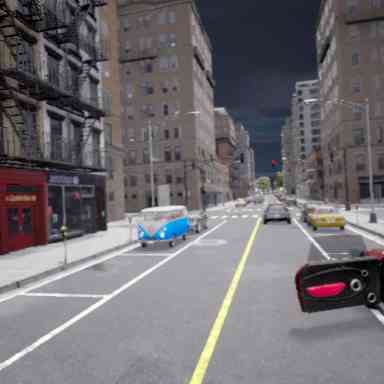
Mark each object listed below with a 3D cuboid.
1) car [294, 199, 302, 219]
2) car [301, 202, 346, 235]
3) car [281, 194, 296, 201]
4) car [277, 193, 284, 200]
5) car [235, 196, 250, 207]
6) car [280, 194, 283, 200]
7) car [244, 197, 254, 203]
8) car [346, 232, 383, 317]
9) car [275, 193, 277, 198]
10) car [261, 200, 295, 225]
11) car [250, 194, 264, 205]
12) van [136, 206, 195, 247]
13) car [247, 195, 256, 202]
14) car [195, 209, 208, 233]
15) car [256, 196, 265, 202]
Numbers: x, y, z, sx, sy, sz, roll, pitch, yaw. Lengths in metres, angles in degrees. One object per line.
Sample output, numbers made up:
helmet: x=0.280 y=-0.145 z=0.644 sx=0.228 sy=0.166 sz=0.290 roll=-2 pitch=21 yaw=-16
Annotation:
car: x=8.985 y=1.445 z=24.776 sx=2.008 sy=1.369 sz=4.403 roll=-3 pitch=-1 yaw=13
car: x=7.796 y=1.411 z=19.677 sx=1.752 sy=1.417 sz=4.829 roll=-3 pitch=-1 yaw=13
car: x=15.104 y=1.485 z=50.946 sx=2.008 sy=1.369 sz=4.403 roll=-3 pitch=-1 yaw=13
car: x=20.274 y=1.404 z=73.077 sx=1.967 sy=1.590 sz=4.097 roll=-3 pitch=-1 yaw=13
car: x=8.552 y=1.844 z=58.137 sx=1.752 sy=1.417 sz=4.829 roll=-3 pitch=-1 yaw=13
car: x=16.399 y=1.524 z=56.478 sx=1.802 sy=1.307 sz=4.206 roll=-3 pitch=-1 yaw=13
car: x=13.767 y=1.899 z=80.430 sx=2.008 sy=1.369 sz=4.403 roll=-3 pitch=-1 yaw=13
car: x=3.881 y=1.233 z=4.643 sx=2.097 sy=1.767 sz=4.553 roll=-3 pitch=-1 yaw=13
car: x=22.857 y=1.293 z=84.144 sx=2.192 sy=1.841 sz=5.009 roll=-3 pitch=-1 yaw=13
car: x=6.283 y=1.581 z=24.787 sx=1.994 sy=1.385 sz=4.181 roll=-3 pitch=-1 yaw=13
car: x=13.162 y=1.707 z=66.301 sx=1.837 sy=1.490 sz=4.892 roll=-3 pitch=0 yaw=13
van: x=-1.299 y=1.596 z=16.076 sx=1.690 sy=1.788 sz=3.998 roll=-3 pitch=-1 yaw=13
car: x=16.350 y=1.802 z=91.495 sx=1.967 sy=1.590 sz=4.097 roll=-3 pitch=-1 yaw=13
car: x=-0.056 y=1.814 z=21.337 sx=2.008 sy=1.369 sz=4.403 roll=-3 pitch=-1 yaw=13
car: x=16.694 y=1.776 z=81.378 sx=1.994 sy=1.385 sz=4.181 roll=-3 pitch=-1 yaw=13
